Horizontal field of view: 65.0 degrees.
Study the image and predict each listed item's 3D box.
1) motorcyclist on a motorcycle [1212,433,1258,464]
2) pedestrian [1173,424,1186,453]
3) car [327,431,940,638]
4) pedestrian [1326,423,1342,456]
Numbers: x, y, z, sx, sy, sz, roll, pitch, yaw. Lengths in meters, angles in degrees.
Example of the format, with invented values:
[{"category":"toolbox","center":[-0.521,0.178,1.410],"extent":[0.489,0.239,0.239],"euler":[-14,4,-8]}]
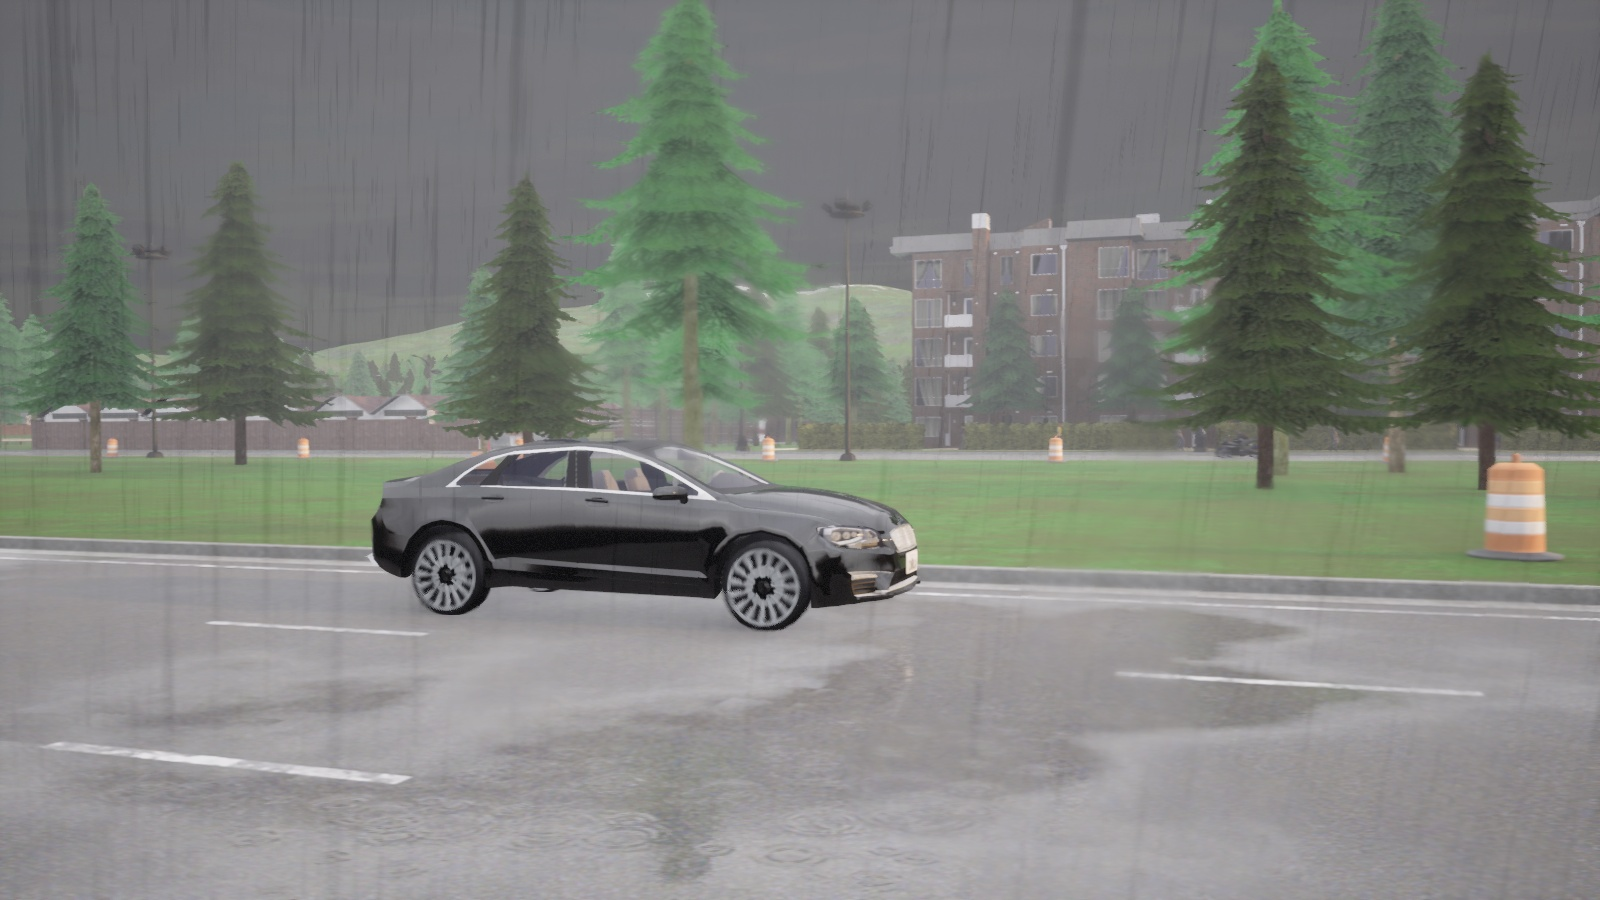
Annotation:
[{"category":"motorcyclist on a motorcycle","center":[22.237,-0.084,64.267],"extent":[2.191,1.530,0.866],"euler":[1,1,19]},{"category":"pedestrian","center":[23.914,-0.722,79.149],"extent":[0.706,1.836,0.354],"euler":[1,1,19]},{"category":"car","center":[-1.410,0.600,11.052],"extent":[4.902,1.511,2.128],"euler":[1,1,19]},{"category":"pedestrian","center":[32.515,-0.647,76.491],"extent":[0.873,1.952,0.659],"euler":[1,1,21]}]
